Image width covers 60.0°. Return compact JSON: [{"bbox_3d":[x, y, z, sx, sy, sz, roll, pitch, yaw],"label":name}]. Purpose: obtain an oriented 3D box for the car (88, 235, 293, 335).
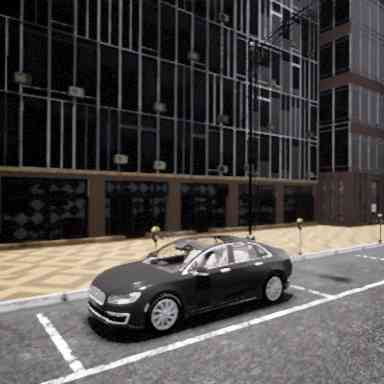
[{"bbox_3d":[0.191,1.592,6.694,4.403,1.369,2.008,1,-1,-35],"label":"car"}]
